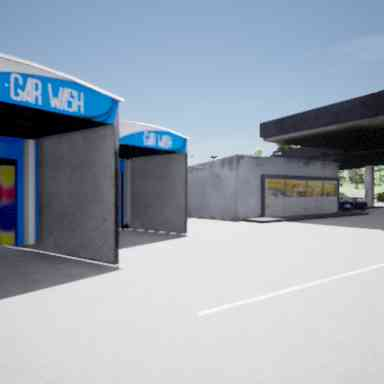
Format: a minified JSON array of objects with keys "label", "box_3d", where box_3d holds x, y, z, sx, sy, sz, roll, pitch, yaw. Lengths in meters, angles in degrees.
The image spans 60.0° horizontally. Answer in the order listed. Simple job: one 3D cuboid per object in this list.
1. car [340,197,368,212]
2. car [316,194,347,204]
[{"label":"car","box_3d":[18.009,1.424,37.888,4.611,1.667,2.242,0,0,-36]},{"label":"car","box_3d":[24.864,1.282,59.453,5.008,1.535,1.882,-1,-3,16]}]
